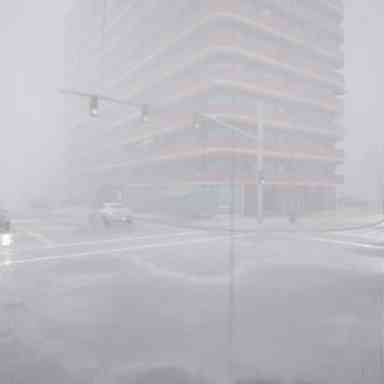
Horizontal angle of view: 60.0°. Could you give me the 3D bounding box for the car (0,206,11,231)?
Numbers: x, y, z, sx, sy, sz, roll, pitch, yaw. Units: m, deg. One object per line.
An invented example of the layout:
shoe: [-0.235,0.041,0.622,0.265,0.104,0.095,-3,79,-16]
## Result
car: [-12.013,1.492,19.680,1.812,1.442,4.674,0,0,-36]

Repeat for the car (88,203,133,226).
car: [-5.634,1.466,22.917,1.812,1.442,4.674,0,0,-35]

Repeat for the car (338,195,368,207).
car: [21.623,1.202,44.850,1.882,1.535,5.008,0,0,-5]

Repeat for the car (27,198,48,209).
car: [-20.776,1.495,44.458,1.895,1.301,4.718,0,0,-35]
